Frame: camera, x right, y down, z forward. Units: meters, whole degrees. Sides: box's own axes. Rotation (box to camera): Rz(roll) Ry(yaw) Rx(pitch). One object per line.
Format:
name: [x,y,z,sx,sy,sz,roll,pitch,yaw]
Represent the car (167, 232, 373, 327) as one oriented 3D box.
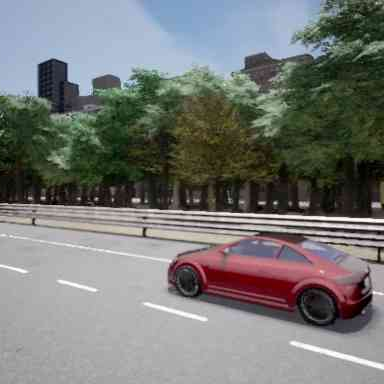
car: [1.485,1.565,7.111,4.181,1.385,1.994,0,0,36]
